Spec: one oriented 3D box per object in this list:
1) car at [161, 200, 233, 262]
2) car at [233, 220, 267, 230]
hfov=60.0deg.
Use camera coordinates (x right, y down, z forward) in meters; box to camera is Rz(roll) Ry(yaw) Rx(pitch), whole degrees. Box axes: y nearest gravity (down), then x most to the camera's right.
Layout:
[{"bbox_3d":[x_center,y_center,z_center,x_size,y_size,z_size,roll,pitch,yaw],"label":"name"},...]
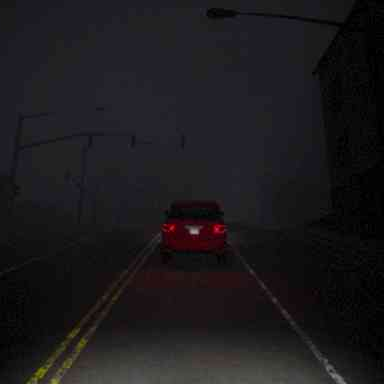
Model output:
[{"bbox_3d":[0.088,1.325,12.709,2.150,2.045,5.566,1,-1,0],"label":"car"},{"bbox_3d":[4.927,3.430,30.588,4.902,1.511,2.128,10,-18,-36],"label":"car"}]
